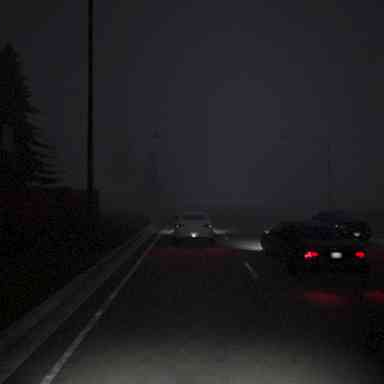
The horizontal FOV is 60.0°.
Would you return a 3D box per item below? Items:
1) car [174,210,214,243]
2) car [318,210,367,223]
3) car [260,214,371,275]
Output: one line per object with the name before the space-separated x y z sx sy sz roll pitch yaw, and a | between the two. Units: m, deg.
car | 0.085 1.633 16.575 1.812 1.442 4.674 0 0 0
car | 7.085 1.633 16.566 1.812 1.442 4.674 0 0 0
car | 3.566 1.617 10.684 2.033 1.411 5.357 0 0 0
